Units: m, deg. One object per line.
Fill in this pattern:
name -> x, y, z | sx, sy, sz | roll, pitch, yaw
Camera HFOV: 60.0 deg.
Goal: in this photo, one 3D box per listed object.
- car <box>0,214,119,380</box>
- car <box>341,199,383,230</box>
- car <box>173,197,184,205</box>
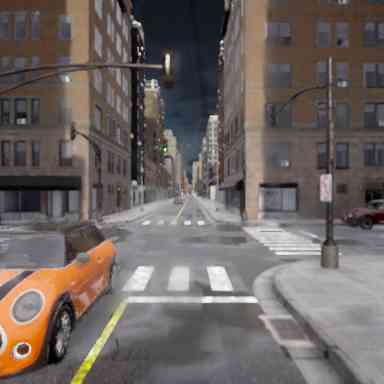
car -> -2.754, 1.377, 5.858 | 2.097, 1.767, 4.553 | 0, 0, 0
car -> 12.332, 1.395, 21.304 | 5.009, 1.841, 2.192 | 0, 0, 0
car -> -2.806, 1.818, 67.922 | 1.837, 1.490, 4.892 | 0, 0, 0
